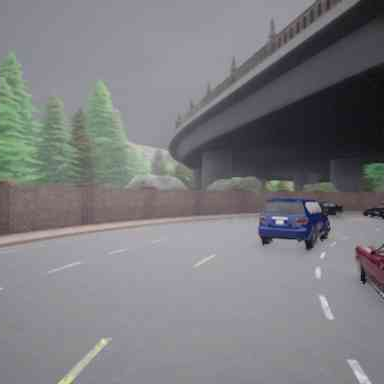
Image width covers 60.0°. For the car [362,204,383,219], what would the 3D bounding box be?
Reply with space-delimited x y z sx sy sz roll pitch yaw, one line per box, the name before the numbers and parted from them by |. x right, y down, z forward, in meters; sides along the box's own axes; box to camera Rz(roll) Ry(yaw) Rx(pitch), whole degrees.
car | 18.881 1.831 31.757 5.357 1.411 2.033 1 0 -22

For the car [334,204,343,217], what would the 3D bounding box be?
car | 12.483 1.673 32.349 5.008 1.535 1.882 1 0 -29

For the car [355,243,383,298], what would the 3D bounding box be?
car | 4.760 1.672 6.857 1.895 1.301 4.718 1 0 16

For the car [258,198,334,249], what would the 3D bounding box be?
car | 4.821 1.299 15.331 2.150 2.045 5.566 0 0 31
